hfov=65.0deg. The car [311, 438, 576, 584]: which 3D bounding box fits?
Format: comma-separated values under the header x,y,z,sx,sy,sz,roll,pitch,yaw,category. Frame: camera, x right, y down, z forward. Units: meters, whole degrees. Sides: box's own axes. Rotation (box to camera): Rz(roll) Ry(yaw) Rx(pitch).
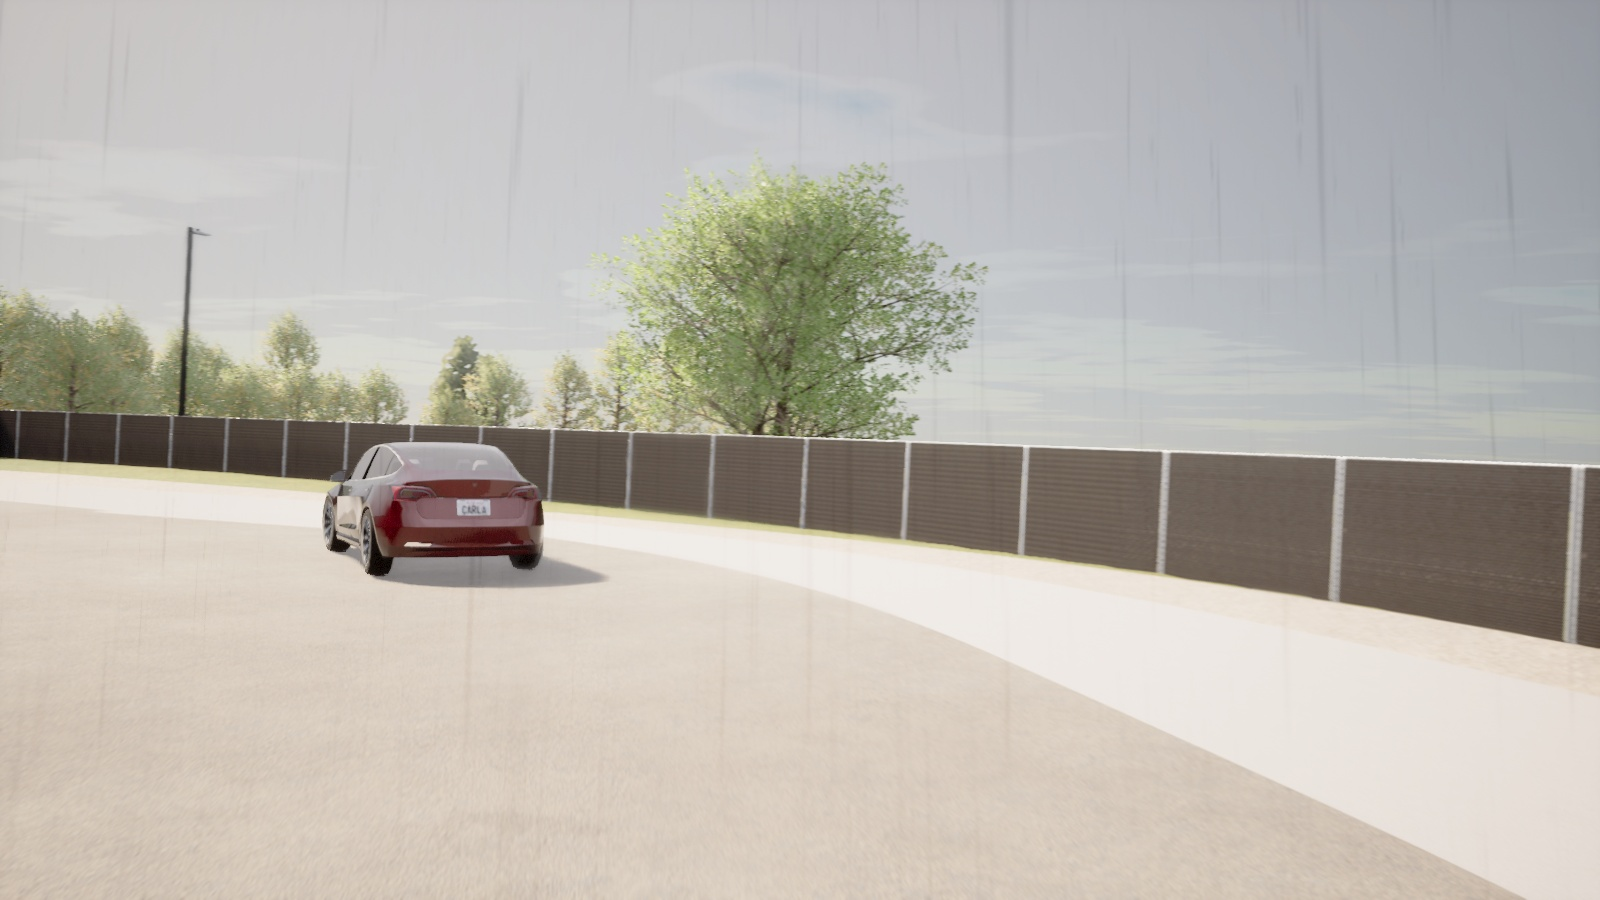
x,y,z,sx,sy,sz,roll,pitch,yaw,category
-4.603,0.634,15.624,2.163,1.488,4.792,1,0,-28,car
